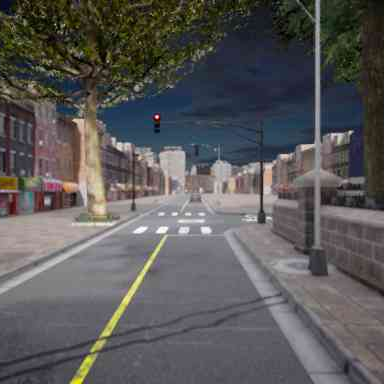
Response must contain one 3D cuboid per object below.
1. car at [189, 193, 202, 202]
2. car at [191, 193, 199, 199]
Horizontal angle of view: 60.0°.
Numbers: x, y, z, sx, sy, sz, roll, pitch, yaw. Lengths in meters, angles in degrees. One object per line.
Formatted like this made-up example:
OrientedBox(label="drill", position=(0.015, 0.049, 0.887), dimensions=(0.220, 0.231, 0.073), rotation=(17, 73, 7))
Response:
OrientedBox(label="car", position=(0.627, 0.920, 57.593), dimensions=(2.128, 1.511, 4.902), rotation=(0, 0, 1))
OrientedBox(label="car", position=(0.707, 0.901, 77.271), dimensions=(1.895, 1.301, 4.718), rotation=(0, 0, 1))
